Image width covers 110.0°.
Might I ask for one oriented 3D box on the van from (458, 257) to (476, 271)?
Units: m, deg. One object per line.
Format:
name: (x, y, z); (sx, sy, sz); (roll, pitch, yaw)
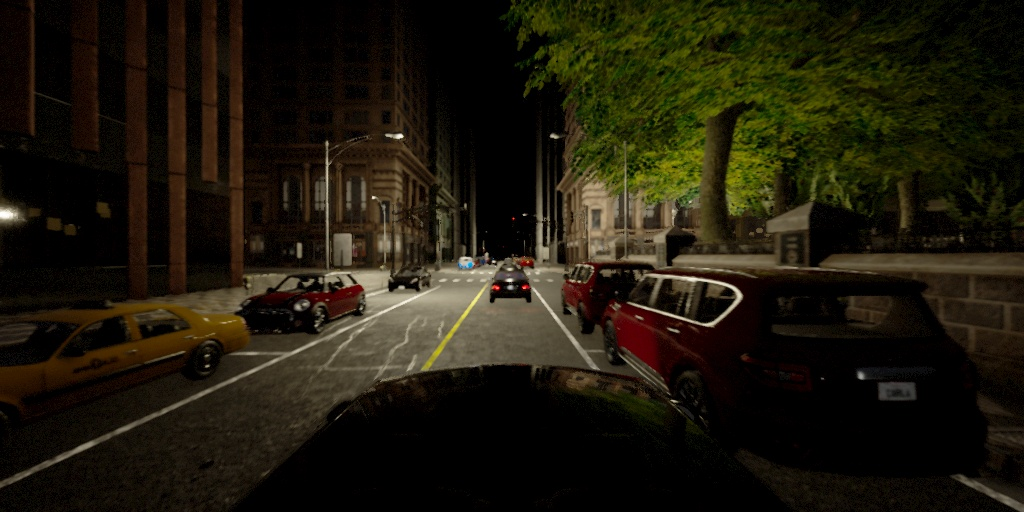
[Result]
van: (-6.228, 1.065, 48.088); (1.690, 1.789, 3.998); (0, 0, -1)

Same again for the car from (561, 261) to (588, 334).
car: (2.685, 1.044, 10.484); (2.192, 1.841, 5.009); (0, 0, -1)

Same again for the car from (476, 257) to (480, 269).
car: (-6.284, 1.162, 53.529); (1.967, 1.591, 4.097); (0, 0, -1)

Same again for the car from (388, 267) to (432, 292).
car: (-5.953, 1.316, 21.433); (1.948, 1.339, 4.313); (0, 0, -1)

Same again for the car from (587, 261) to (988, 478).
car: (2.742, 1.050, 4.960); (2.192, 1.841, 5.009); (0, 0, -1)

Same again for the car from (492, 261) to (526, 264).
car: (-0.249, 1.282, 26.961); (1.994, 1.385, 4.181); (0, 0, -1)

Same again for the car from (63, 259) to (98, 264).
car: (-39.240, 0.901, 32.915); (4.718, 1.301, 1.895); (1, 0, -1)

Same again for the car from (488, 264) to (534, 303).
car: (-0.070, 1.280, 16.611); (2.033, 1.411, 5.357); (0, 0, 0)

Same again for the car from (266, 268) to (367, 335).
car: (-5.839, 1.206, 10.386); (1.967, 1.591, 4.097); (0, 0, -1)

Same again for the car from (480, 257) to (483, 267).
car: (-6.340, 1.266, 58.969); (1.888, 1.381, 4.507); (0, 0, -1)

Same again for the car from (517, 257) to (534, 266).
car: (2.240, 1.000, 53.625); (2.192, 1.841, 5.009); (0, 0, -1)

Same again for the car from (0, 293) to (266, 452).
car: (-5.781, 1.297, 4.691); (1.751, 1.417, 4.829); (0, 0, -1)

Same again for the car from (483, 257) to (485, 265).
car: (-6.396, 1.286, 64.410); (1.948, 1.339, 4.313); (0, 0, -1)
